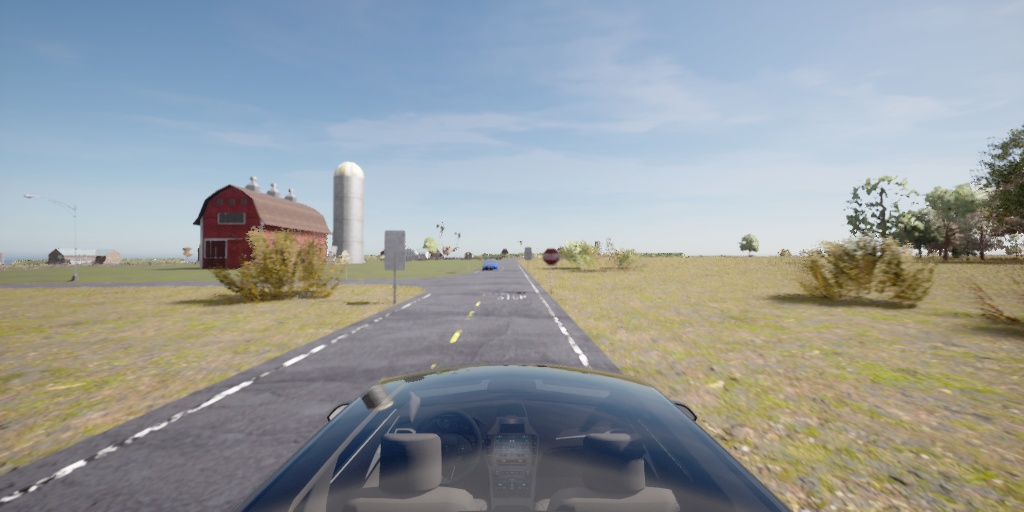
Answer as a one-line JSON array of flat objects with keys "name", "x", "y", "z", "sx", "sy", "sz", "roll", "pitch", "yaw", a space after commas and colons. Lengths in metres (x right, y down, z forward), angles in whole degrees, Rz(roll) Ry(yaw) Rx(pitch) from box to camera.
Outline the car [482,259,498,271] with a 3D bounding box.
[{"name": "car", "x": -2.752, "y": 1.140, "z": 45.898, "sx": 1.882, "sy": 1.535, "sz": 5.008, "roll": 0, "pitch": 1, "yaw": 0}]
